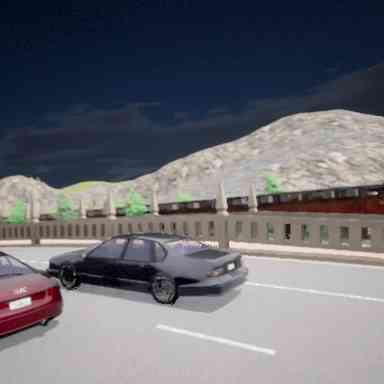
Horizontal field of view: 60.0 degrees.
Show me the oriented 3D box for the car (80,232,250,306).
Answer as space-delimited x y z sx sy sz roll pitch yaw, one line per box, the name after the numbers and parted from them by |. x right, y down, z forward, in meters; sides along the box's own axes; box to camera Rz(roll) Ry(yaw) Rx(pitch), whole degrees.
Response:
-1.306 1.740 8.427 5.357 1.411 2.033 -2 -2 31 | car

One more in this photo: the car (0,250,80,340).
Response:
-4.380 1.779 6.182 4.181 1.385 1.994 -3 -2 31 | car
